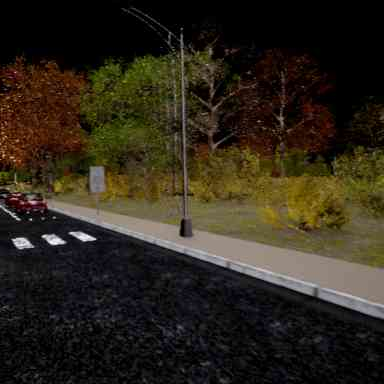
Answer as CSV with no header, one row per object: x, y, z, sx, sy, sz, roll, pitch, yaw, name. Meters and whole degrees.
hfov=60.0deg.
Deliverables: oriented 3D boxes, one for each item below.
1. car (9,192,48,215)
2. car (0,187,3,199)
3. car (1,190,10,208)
-12.137,0.759,24.902,1.967,1.590,4.097,-4,3,-33,car
-26.259,0.418,46.451,1.947,1.339,4.313,-4,3,-33,car
-16.934,0.707,32.161,1.887,1.381,4.507,-4,3,-33,car
